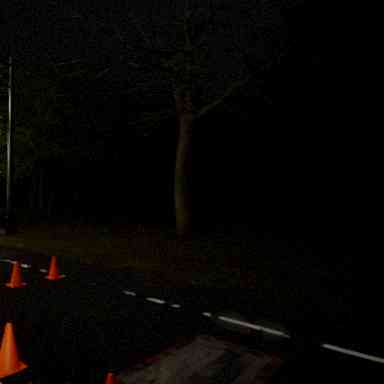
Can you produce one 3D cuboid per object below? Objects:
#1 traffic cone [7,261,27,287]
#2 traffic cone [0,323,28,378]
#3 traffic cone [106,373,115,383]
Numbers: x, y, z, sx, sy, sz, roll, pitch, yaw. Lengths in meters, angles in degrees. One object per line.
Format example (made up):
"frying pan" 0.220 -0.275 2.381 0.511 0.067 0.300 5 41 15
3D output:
"traffic cone" -4.364 2.024 8.301 0.340 0.580 0.340 0 -1 37
"traffic cone" -2.364 1.992 4.302 0.340 0.580 0.340 0 -1 37
"traffic cone" -0.764 1.992 3.101 0.340 0.580 0.340 0 -1 37
